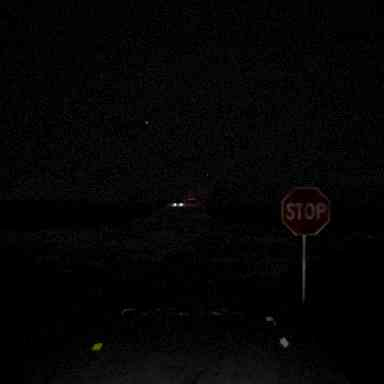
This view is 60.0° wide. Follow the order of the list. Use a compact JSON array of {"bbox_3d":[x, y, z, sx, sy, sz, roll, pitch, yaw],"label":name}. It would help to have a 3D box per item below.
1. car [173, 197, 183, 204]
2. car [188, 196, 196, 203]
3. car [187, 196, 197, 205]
[{"bbox_3d":[-2.743,1.654,67.026,1.994,1.385,4.181,0,0,0],"label":"car"},{"bbox_3d":[0.008,1.512,72.033,1.812,1.442,4.674,0,0,0],"label":"car"},{"bbox_3d":[0.006,1.559,61.995,2.128,1.511,4.902,0,0,0],"label":"car"}]
